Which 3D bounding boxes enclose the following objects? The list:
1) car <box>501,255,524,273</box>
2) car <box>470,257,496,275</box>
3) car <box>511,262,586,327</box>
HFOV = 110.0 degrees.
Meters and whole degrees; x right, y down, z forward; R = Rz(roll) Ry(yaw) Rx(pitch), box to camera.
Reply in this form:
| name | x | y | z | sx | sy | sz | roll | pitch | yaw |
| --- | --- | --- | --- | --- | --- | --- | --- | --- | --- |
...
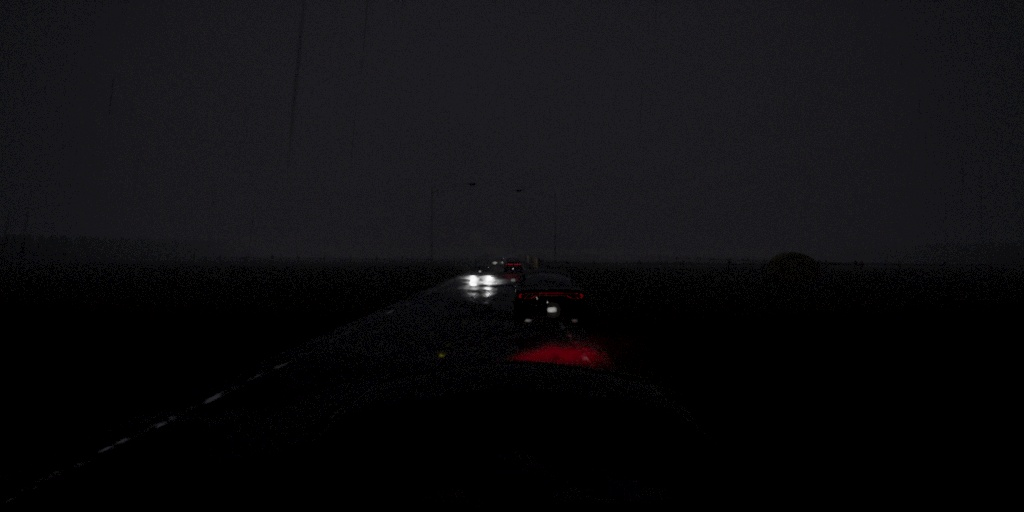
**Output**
| name | x | y | z | sx | sy | sz | roll | pitch | yaw |
| --- | --- | --- | --- | --- | --- | --- | --- | --- | --- |
| car | 0.118 | 0.898 | 35.733 | 1.837 | 1.490 | 4.892 | 0 | 1 | 1 |
| car | -2.786 | 1.014 | 33.597 | 1.895 | 1.301 | 4.718 | 0 | 1 | 0 |
| car | 0.980 | 1.130 | 11.183 | 1.882 | 1.535 | 5.008 | 0 | 1 | 0 |
